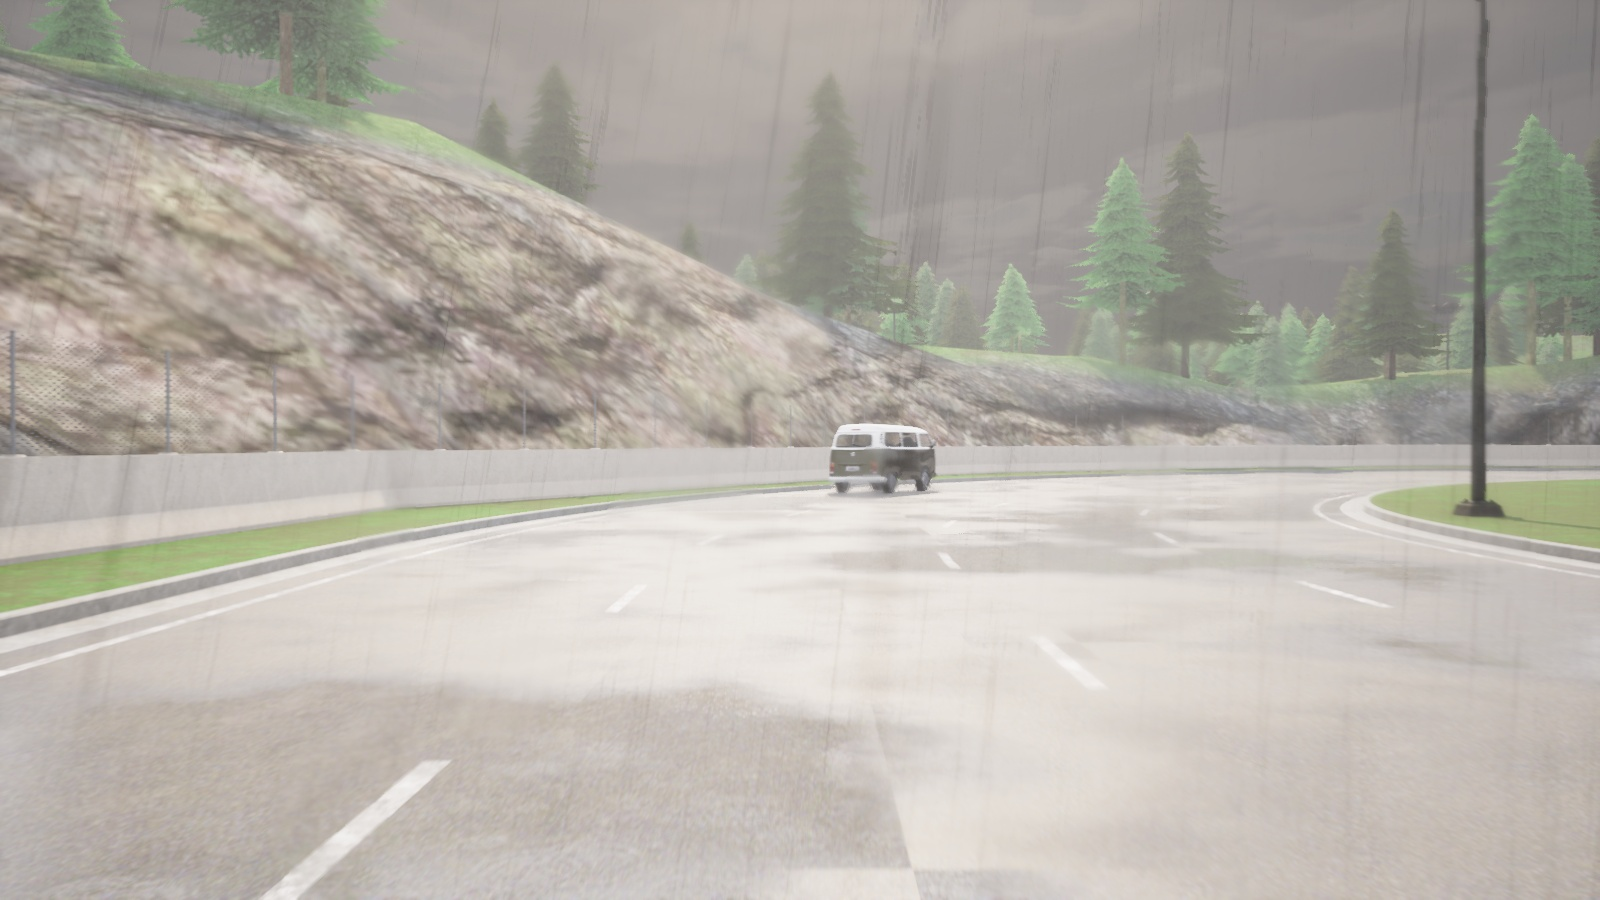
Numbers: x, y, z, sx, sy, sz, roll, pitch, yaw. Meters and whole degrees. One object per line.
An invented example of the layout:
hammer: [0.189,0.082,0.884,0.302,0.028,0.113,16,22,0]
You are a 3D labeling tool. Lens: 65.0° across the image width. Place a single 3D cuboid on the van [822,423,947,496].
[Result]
van: [2.612,0.260,37.667,2.069,2.038,4.480,0,0,28]
